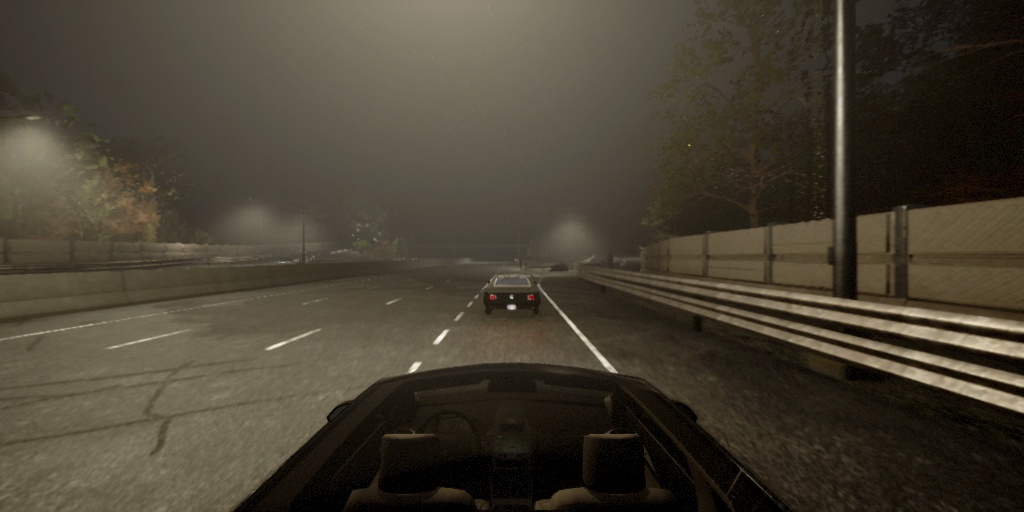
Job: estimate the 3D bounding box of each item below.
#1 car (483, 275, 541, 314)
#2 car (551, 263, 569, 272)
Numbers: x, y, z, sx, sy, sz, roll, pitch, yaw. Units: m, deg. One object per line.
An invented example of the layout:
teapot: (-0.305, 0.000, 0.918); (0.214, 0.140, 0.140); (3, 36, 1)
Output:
car: (-0.001, 1.363, 13.822); (1.895, 1.301, 4.718); (0, 0, 0)
car: (7.415, 1.783, 55.455); (1.812, 1.442, 4.674); (0, -1, 24)
